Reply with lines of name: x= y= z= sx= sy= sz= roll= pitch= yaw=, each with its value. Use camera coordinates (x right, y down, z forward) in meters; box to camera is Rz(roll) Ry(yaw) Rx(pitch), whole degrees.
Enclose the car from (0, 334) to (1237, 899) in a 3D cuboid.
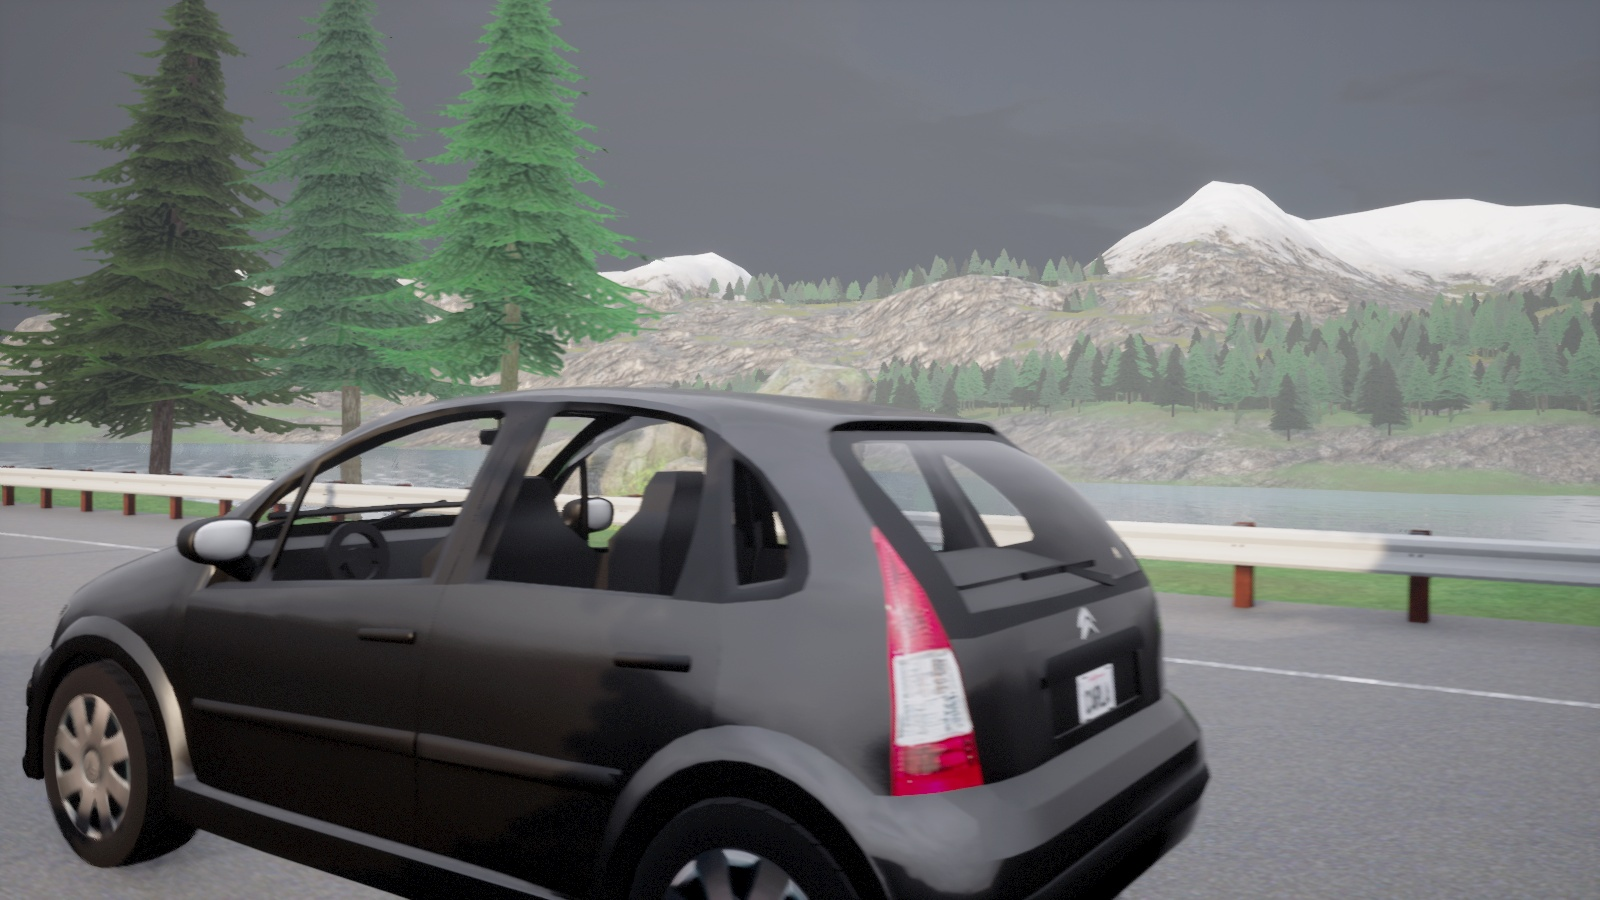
car: x=-0.838 y=0.580 z=4.179 sx=3.988 sy=1.617 sz=1.851 roll=0 pitch=1 yaw=34
